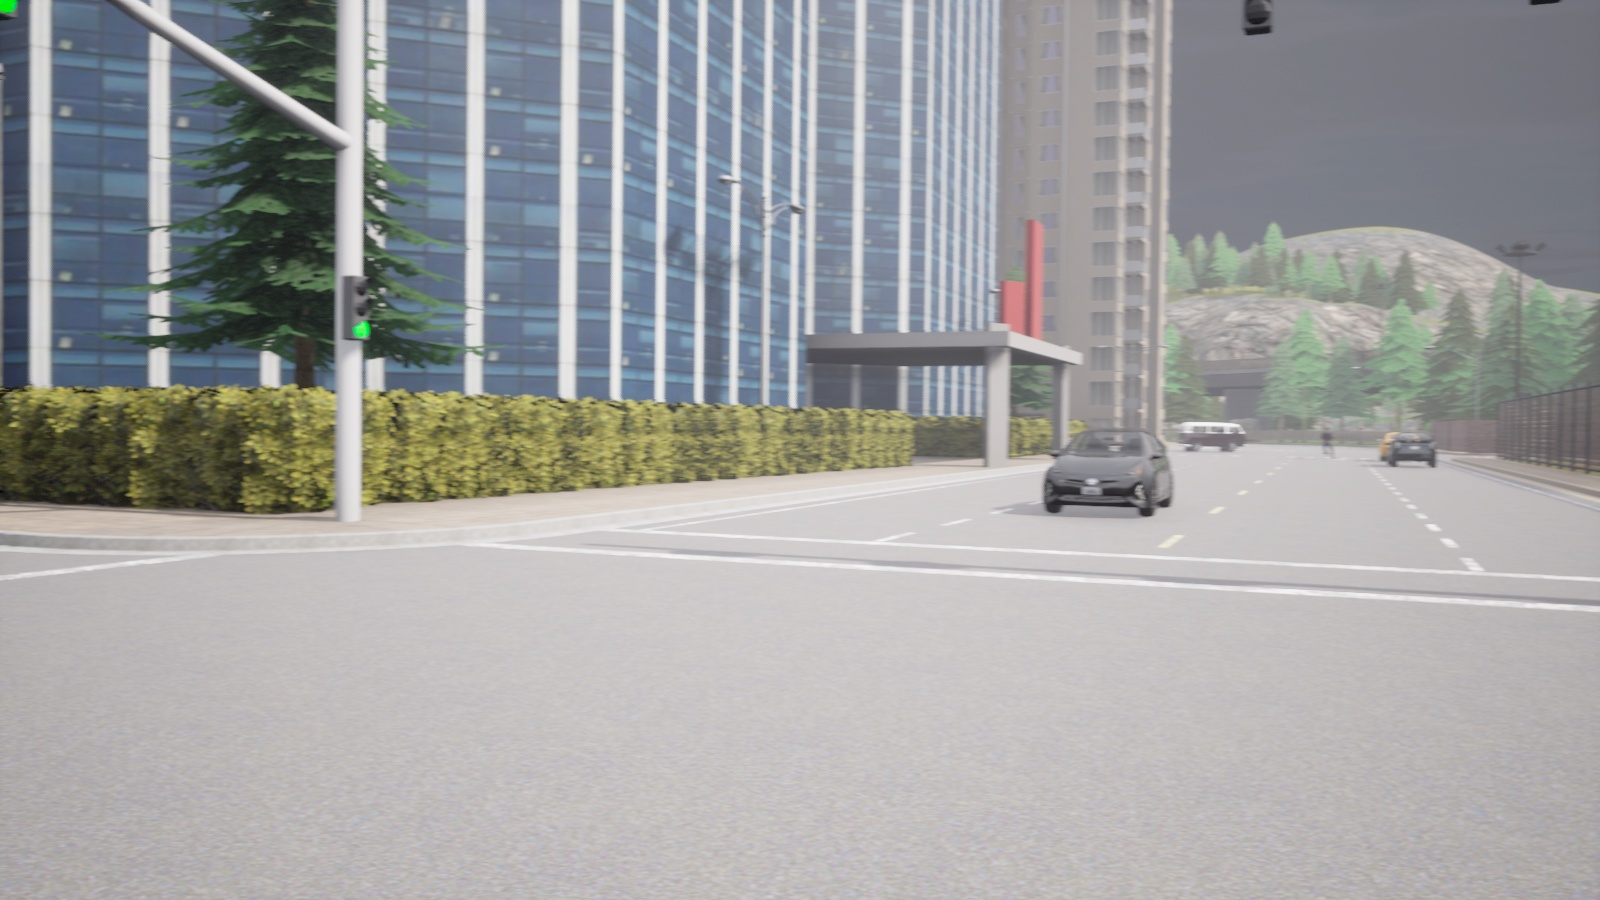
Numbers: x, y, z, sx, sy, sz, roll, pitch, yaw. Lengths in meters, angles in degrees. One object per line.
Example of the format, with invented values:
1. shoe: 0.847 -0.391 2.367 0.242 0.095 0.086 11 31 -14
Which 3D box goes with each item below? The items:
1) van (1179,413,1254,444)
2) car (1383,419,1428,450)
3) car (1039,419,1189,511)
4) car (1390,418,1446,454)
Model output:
1. van: 28.666 -1.487 86.506 4.480 2.038 2.069 -1 2 -2
2. car: 31.479 -0.844 65.352 1.882 1.535 5.008 0 1 23
3. car: 5.935 0.199 23.347 2.007 1.525 4.514 0 1 23
4. car: 27.356 -0.645 55.695 2.007 1.525 4.514 0 1 23
